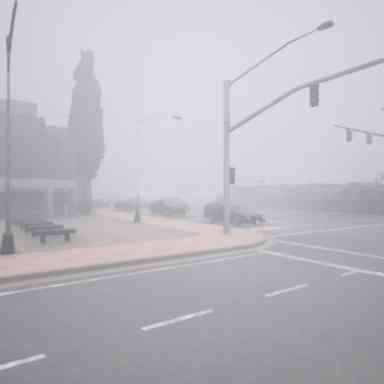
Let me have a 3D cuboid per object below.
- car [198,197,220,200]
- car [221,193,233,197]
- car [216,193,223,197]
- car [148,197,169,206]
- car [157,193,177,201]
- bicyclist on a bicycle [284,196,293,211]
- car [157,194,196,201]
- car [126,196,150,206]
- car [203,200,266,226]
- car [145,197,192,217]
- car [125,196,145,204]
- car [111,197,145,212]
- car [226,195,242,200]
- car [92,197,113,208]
[{"bbox_3d":[3.030,1.508,30.076,2.128,1.511,4.902,0,0,-33],"label":"car"},{"bbox_3d":[8.029,1.431,62.685,3.806,1.475,1.970,0,0,-35],"label":"car"},{"bbox_3d":[6.396,1.193,65.076,3.866,1.878,1.905,0,0,-35],"label":"car"},{"bbox_3d":[-5.756,1.593,56.749,1.994,1.385,4.181,0,0,-33],"label":"car"},{"bbox_3d":[-6.363,1.197,83.630,4.605,1.855,1.932,0,0,-35],"label":"car"},{"bbox_3d":[10.980,1.285,37.901,1.656,1.620,0.582,-6,3,-33],"label":"bicyclist on a bicycle"},{"bbox_3d":[-1.991,1.372,37.790,2.097,1.767,4.553,0,0,-33],"label":"car"},{"bbox_3d":[-9.035,1.519,55.365,2.128,1.511,4.902,0,0,-33],"label":"car"},{"bbox_3d":[2.862,1.561,23.847,2.033,1.411,5.357,0,0,-31],"label":"car"},{"bbox_3d":[-2.361,1.494,31.946,1.882,1.535,5.008,0,0,-33],"label":"car"},{"bbox_3d":[-11.213,1.510,65.051,1.882,1.535,5.008,0,0,-33],"label":"car"},{"bbox_3d":[-7.852,1.621,40.376,1.895,1.301,4.718,0,0,-33],"label":"car"},{"bbox_3d":[11.153,1.446,88.896,3.806,1.475,1.970,0,0,-35],"label":"car"},{"bbox_3d":[-13.739,1.624,49.480,1.895,1.301,4.718,0,0,-33],"label":"car"}]
